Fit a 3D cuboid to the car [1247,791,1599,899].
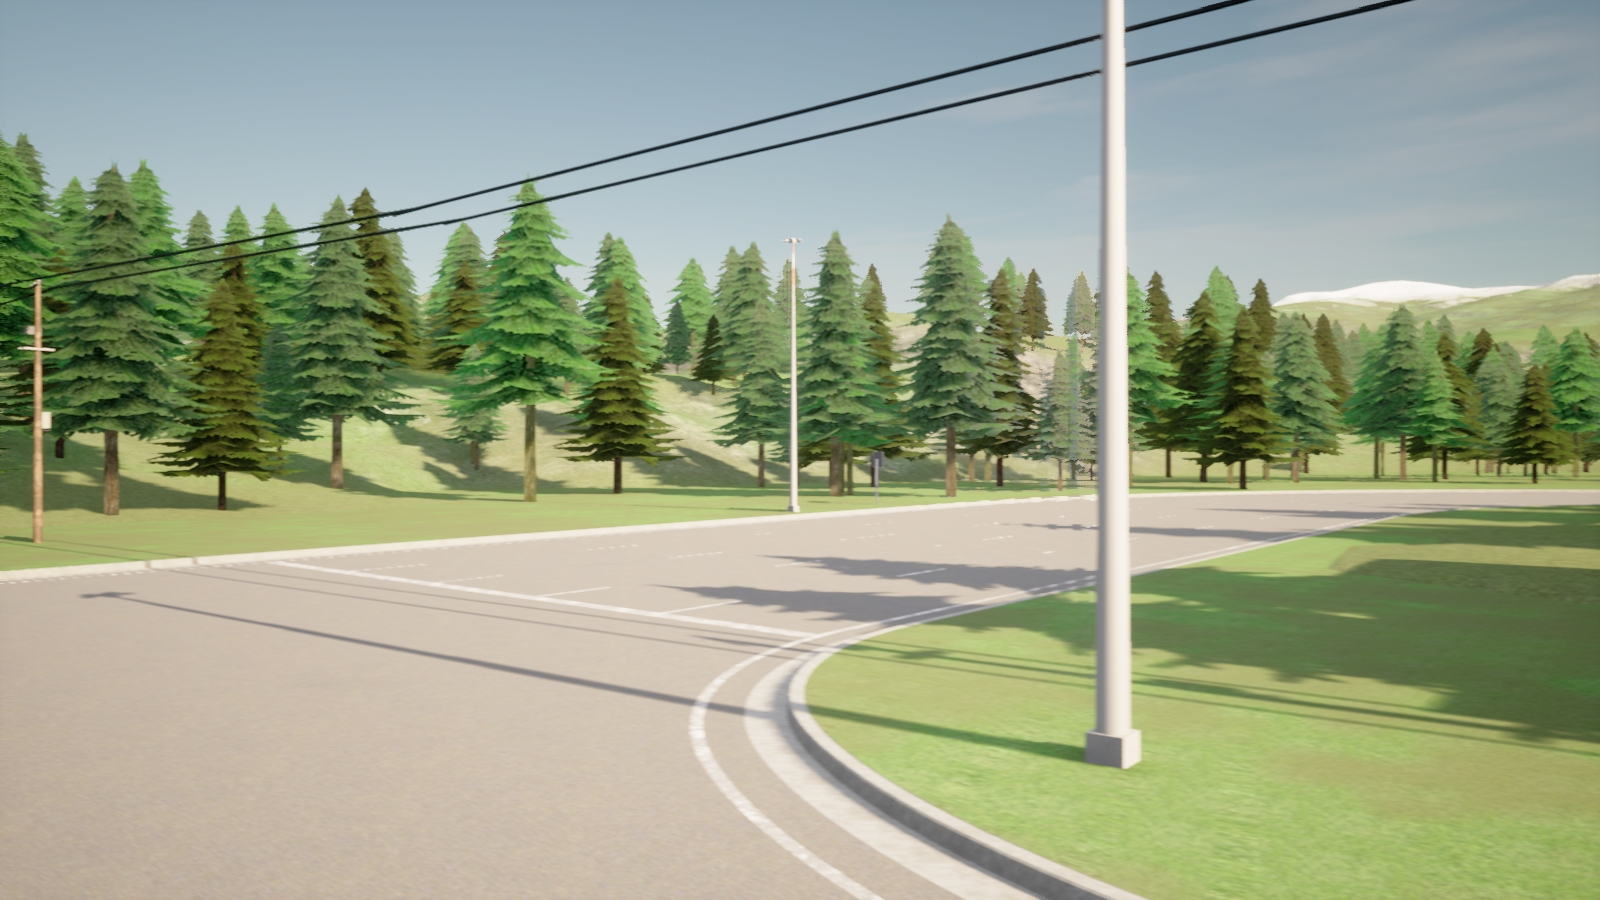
[{"bbox_3d":[3.340,1.981,1.504,5.238,1.638,2.097,0,0,37],"label":"car"}]
